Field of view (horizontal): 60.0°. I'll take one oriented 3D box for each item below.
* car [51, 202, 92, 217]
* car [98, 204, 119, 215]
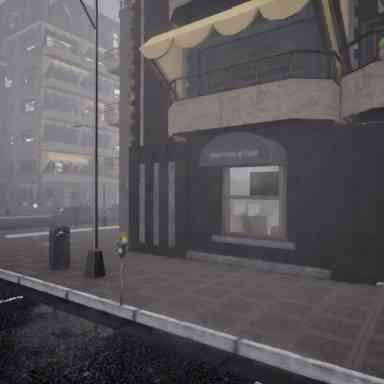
[{"bbox_3d":[-12.738,1.821,35.264,1.967,1.590,4.097,-1,-1,35],"label":"car"},{"bbox_3d":[-9.457,2.063,39.890,1.802,1.307,4.206,-1,-1,35],"label":"car"}]
